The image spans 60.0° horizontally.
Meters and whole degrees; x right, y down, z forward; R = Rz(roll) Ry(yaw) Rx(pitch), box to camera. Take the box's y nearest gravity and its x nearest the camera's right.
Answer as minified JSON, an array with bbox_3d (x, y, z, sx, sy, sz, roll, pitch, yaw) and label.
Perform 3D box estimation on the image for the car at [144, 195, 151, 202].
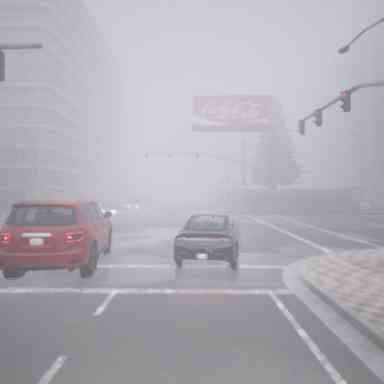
[{"bbox_3d":[-10.478,1.464,76.261,2.033,1.411,5.357,0,0,0],"label":"car"}]

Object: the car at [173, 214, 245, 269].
[{"bbox_3d":[0.688,1.485,11.184,2.128,1.511,4.902,0,0,10],"label":"car"}]

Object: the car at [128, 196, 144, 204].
[{"bbox_3d":[-10.507,1.561,60.958,1.895,1.301,4.718,0,0,0],"label":"car"}]

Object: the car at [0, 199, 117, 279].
[{"bbox_3d":[-3.828,1.216,10.253,2.150,2.045,5.566,0,0,-6],"label":"car"}]

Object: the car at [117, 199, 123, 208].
[{"bbox_3d":[-10.572,1.572,44.258,1.895,1.301,4.718,0,0,0],"label":"car"}]
